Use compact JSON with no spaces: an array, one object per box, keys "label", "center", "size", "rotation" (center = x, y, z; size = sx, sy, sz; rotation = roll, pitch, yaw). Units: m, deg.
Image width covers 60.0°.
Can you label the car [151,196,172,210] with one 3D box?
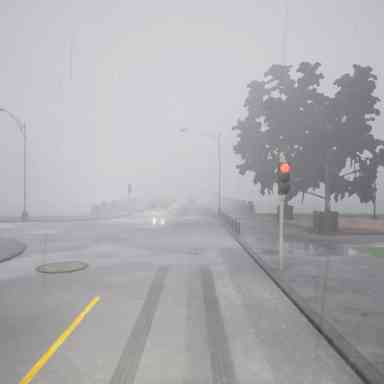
[{"label":"car","center":[-4.089,1.491,42.286],"size":[2.128,1.511,4.902],"rotation":[0,0,0]}]

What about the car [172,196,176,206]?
[{"label":"car","center":[-4.079,1.477,52.533],"size":[1.882,1.535,5.008],"rotation":[0,0,0]}]

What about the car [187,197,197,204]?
[{"label":"car","center":[0.016,1.547,61.723],"size":[2.033,1.411,5.357],"rotation":[0,0,0]}]
